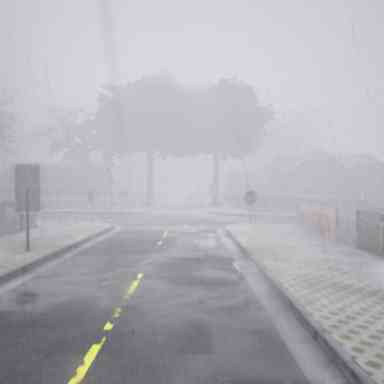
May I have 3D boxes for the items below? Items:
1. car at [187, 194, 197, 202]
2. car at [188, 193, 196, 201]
[{"bbox_3d":[0.008,1.436,70.642,1.994,1.385,4.181,0,0,0],"label":"car"},{"bbox_3d":[0.010,1.174,80.661,2.097,1.767,4.553,0,0,0],"label":"car"}]
